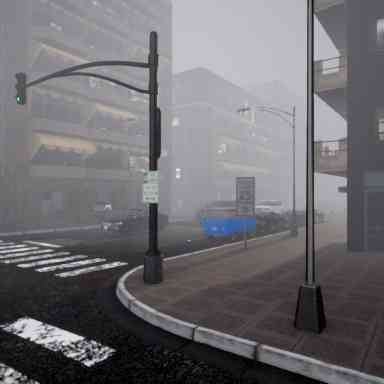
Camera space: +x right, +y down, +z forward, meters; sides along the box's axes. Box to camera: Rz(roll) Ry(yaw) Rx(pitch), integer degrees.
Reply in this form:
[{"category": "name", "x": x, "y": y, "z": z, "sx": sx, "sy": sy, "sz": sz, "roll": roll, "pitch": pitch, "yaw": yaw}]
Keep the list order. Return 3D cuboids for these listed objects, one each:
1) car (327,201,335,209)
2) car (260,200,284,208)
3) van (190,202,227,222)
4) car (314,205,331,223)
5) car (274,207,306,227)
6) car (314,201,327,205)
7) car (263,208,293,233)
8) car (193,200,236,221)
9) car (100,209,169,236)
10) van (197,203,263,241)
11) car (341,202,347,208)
[{"category": "car", "x": 27.364, "y": 2.729, "z": 68.821, "sx": 2.192, "sy": 1.841, "sz": 5.009, "roll": -1, "pitch": -2, "yaw": 35}, {"category": "car", "x": 8.843, "y": 1.955, "z": 38.253, "sx": 2.150, "sy": 2.045, "sz": 5.566, "roll": 0, "pitch": -1, "yaw": 36}, {"category": "van", "x": 1.681, "y": 1.903, "z": 32.708, "sx": 1.690, "sy": 1.788, "sz": 3.998, "roll": -1, "pitch": -2, "yaw": 35}, {"category": "car", "x": 11.725, "y": 2.233, "z": 32.422, "sx": 2.008, "sy": 1.369, "sz": 4.403, "roll": -1, "pitch": -2, "yaw": 35}, {"category": "car", "x": 8.514, "y": 2.158, "z": 27.906, "sx": 1.802, "sy": 1.307, "sz": 4.206, "roll": -1, "pitch": -2, "yaw": 35}, {"category": "car", "x": 24.155, "y": 2.890, "z": 64.301, "sx": 1.802, "sy": 1.307, "sz": 4.206, "roll": -1, "pitch": -2, "yaw": 35}, {"category": "car", "x": 5.304, "y": 2.035, "z": 23.393, "sx": 1.947, "sy": 1.339, "sz": 4.313, "roll": -1, "pitch": -2, "yaw": 35}, {"category": "car", "x": 2.647, "y": 1.749, "z": 29.551, "sx": 2.150, "sy": 2.045, "sz": 5.566, "roll": 0, "pitch": -1, "yaw": 37}, {"category": "car", "x": -3.490, "y": 1.815, "z": 20.939, "sx": 2.128, "sy": 1.511, "sz": 4.902, "roll": 0, "pitch": -1, "yaw": 35}, {"category": "van", "x": 2.230, "y": 1.704, "z": 18.786, "sx": 1.690, "sy": 1.788, "sz": 3.998, "roll": -1, "pitch": -2, "yaw": 35}, {"category": "car", "x": 40.111, "y": 3.376, "z": 86.737, "sx": 1.752, "sy": 1.417, "sz": 4.829, "roll": -1, "pitch": -2, "yaw": 35}]
